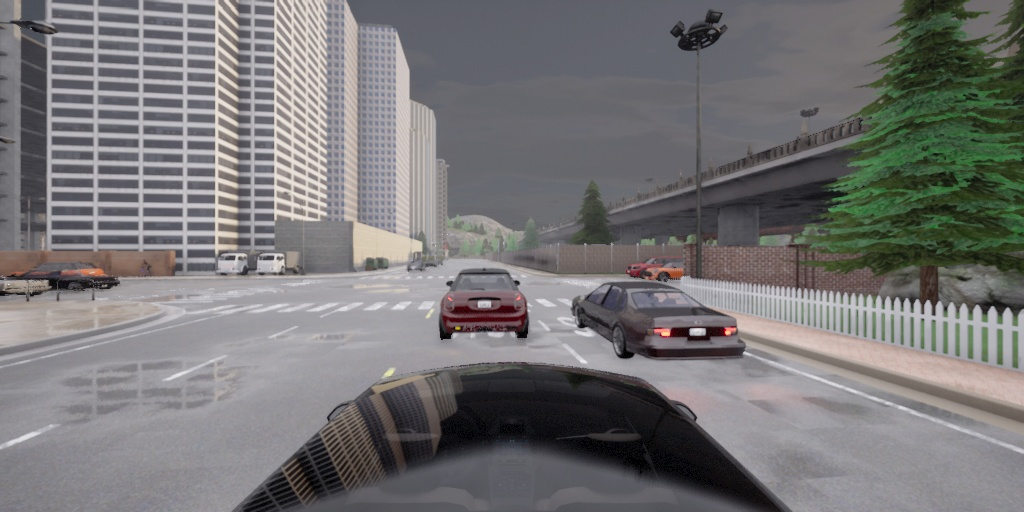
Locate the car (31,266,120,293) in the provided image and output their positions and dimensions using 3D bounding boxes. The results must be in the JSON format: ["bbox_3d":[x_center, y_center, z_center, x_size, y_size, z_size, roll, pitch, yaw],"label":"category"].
[{"bbox_3d":[-25.994,1.432,20.703,4.718,1.301,1.895,0,0,-7],"label":"car"}]

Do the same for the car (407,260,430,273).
[{"bbox_3d":[-12.206,1.292,45.801,2.128,1.511,4.902,0,0,-7],"label":"car"}]

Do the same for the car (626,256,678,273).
[{"bbox_3d":[13.242,1.058,32.557,5.566,2.045,2.150,0,0,-7],"label":"car"}]

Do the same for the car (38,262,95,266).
[{"bbox_3d":[-30.368,1.188,23.909,4.553,1.767,2.097,0,0,-7],"label":"car"}]

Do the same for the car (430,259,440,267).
[{"bbox_3d":[-14.191,1.421,62.758,1.895,1.301,4.718,0,0,-6],"label":"car"}]

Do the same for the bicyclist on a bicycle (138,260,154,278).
[{"bbox_3d":[-32.651,1.145,31.986,0.582,1.620,1.656,0,0,-7],"label":"bicyclist on a bicycle"}]

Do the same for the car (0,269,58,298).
[{"bbox_3d":[-25.686,1.428,17.215,4.718,1.301,1.895,0,0,-7],"label":"car"}]

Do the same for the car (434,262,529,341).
[{"bbox_3d":[-0.805,1.111,10.177,2.097,1.767,4.553,0,0,-5],"label":"car"}]

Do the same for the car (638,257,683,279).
[{"bbox_3d":[13.046,1.185,29.009,4.553,1.767,2.097,0,0,-7],"label":"car"}]

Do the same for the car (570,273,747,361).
[{"bbox_3d":[2.857,1.304,8.423,2.033,1.411,5.357,0,0,-5],"label":"car"}]
